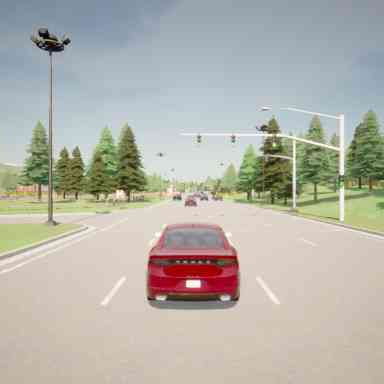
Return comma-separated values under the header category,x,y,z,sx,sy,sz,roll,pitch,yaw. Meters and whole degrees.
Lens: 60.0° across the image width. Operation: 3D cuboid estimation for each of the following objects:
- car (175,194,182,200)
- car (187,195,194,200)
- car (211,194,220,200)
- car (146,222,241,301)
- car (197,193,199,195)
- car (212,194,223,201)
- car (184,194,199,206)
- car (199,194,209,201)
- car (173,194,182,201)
category,x,y,z,sx,sy,sz,roll,pitch,yaw
car,-3.846,1.310,93.999,1.882,1.535,5.008,0,0,0
car,-0.346,1.427,94.042,1.895,1.301,4.718,0,0,0
car,6.654,1.372,94.038,2.033,1.411,5.357,0,0,0
car,0.032,1.478,8.377,1.882,1.535,5.008,0,0,0
car,3.154,1.357,94.025,2.128,1.511,4.902,0,0,0
car,6.693,1.516,83.618,2.128,1.511,4.902,0,0,0
car,-0.194,1.525,52.979,1.812,1.442,4.674,0,0,0
car,3.191,1.516,84.022,1.812,1.442,4.674,0,0,0
car,-3.807,1.469,83.579,1.882,1.535,5.008,0,0,0
